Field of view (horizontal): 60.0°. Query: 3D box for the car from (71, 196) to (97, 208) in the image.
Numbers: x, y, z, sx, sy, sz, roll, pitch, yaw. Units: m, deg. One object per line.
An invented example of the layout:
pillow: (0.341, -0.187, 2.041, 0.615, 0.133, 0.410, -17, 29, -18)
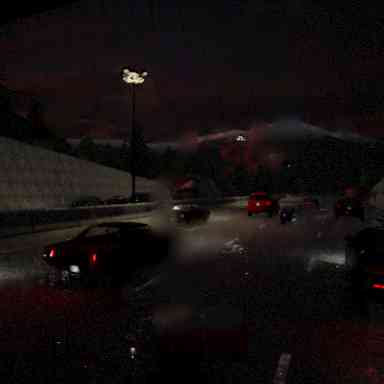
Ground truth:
car: (-14.095, 1.322, 44.912, 1.837, 1.490, 4.892, 0, 0, 23)

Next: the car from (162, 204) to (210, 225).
car: (-0.287, 1.521, 23.112, 1.895, 1.301, 4.718, 0, 0, 23)

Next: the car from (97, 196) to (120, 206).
car: (-10.169, 1.316, 45.191, 2.128, 1.511, 4.902, 0, 0, 23)

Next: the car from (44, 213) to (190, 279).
car: (-1.963, 1.561, 10.089, 1.895, 1.301, 4.718, 0, 0, 23)

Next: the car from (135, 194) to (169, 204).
car: (-4.520, 1.343, 40.596, 2.128, 1.511, 4.902, 0, 0, 23)

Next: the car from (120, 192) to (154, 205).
car: (-6.748, 1.058, 44.296, 2.150, 2.045, 5.566, 0, 0, 23)

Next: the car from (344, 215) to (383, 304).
car: (4.558, 1.509, 7.538, 1.812, 1.442, 4.674, 0, 0, 23)

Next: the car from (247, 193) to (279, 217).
car: (6.617, 1.132, 30.504, 2.150, 2.045, 5.566, 0, 0, 23)

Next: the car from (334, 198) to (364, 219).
car: (13.141, 1.286, 27.963, 2.097, 1.767, 4.553, 0, 0, 23)

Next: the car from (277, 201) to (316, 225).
car: (7.555, 1.536, 23.707, 1.895, 1.301, 4.718, 0, 0, 23)

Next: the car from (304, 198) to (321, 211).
car: (13.727, 1.406, 38.391, 1.837, 1.490, 4.892, 0, 1, 23)
